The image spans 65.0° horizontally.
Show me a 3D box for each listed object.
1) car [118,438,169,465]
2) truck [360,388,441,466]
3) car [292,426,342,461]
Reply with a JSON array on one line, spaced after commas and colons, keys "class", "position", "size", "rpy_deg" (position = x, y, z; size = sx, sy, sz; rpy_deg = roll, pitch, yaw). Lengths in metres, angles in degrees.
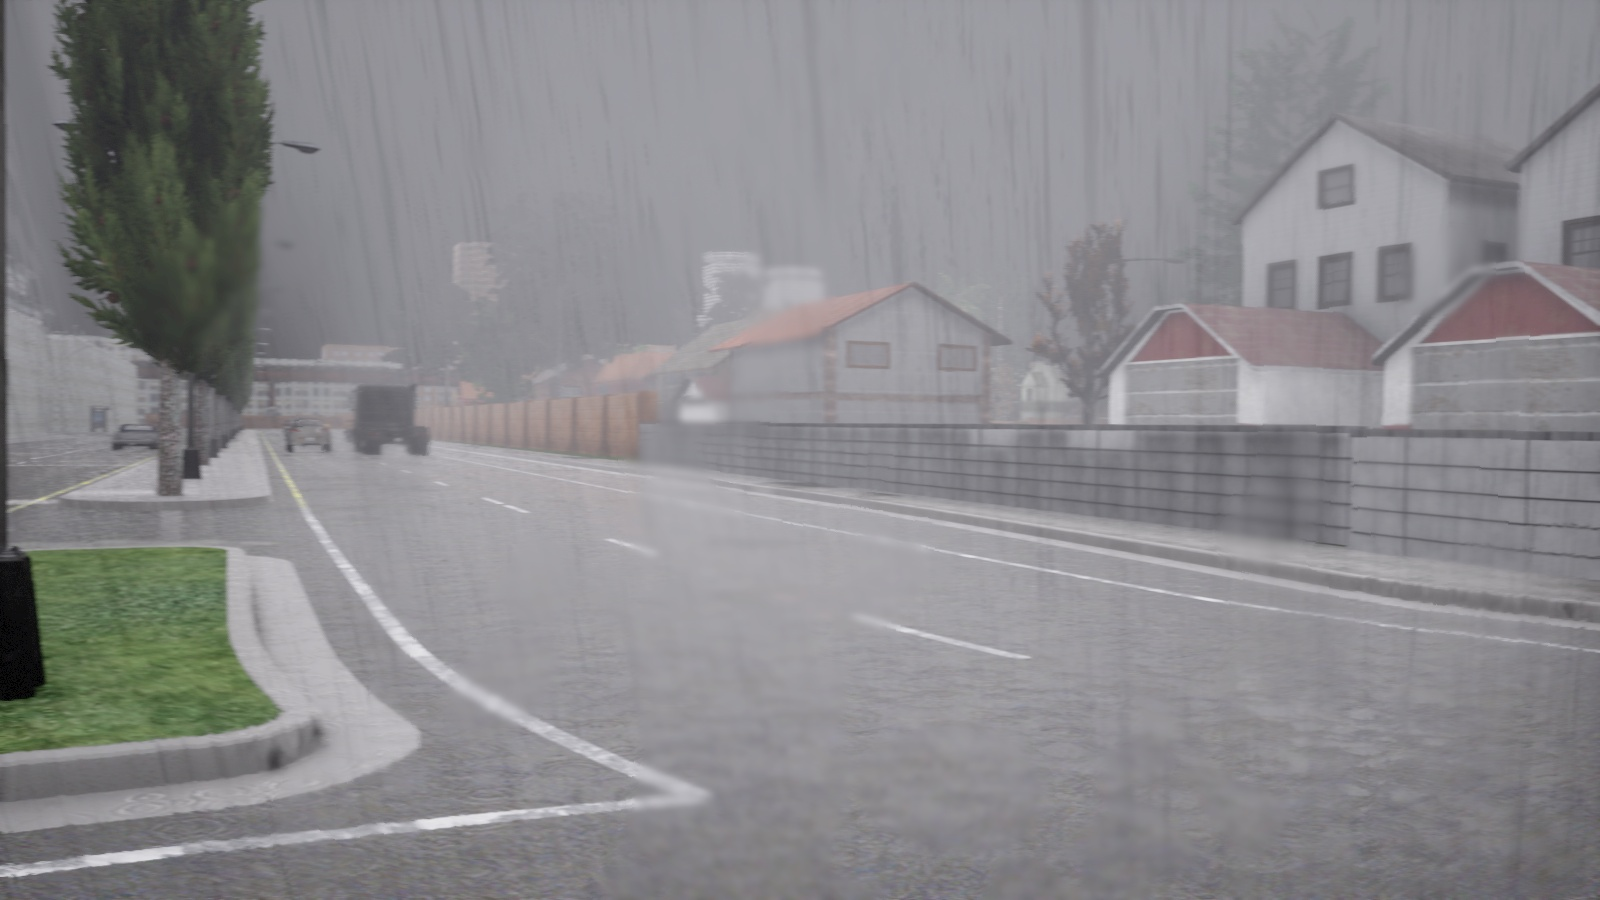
[{"class": "car", "position": [-33.142, 0.055, 63.493], "size": [1.895, 1.301, 4.718], "rpy_deg": [-1, 1, -23]}, {"class": "truck", "position": [-19.369, -1.110, 60.539], "size": [2.891, 3.462, 7.936], "rpy_deg": [-1, 1, -23]}, {"class": "car", "position": [-24.579, -0.358, 63.818], "size": [2.152, 1.651, 5.027], "rpy_deg": [-1, 1, -23]}]
